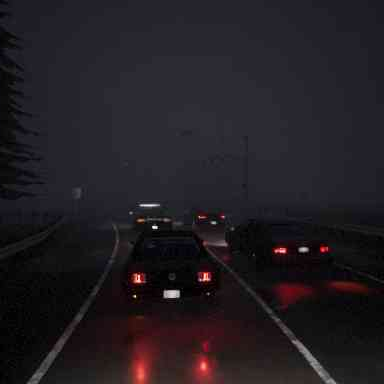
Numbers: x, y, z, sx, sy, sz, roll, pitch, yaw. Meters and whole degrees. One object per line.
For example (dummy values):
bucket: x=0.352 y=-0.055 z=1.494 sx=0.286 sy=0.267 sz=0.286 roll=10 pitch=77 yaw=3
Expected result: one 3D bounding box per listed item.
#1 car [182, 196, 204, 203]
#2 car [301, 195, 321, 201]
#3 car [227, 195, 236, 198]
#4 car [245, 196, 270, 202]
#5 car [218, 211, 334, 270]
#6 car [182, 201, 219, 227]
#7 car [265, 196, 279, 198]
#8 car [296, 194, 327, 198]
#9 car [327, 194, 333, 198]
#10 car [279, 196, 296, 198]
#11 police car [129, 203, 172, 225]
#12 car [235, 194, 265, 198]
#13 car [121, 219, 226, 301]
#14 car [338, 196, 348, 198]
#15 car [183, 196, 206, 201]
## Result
car: x=0.291 y=1.552 z=70.236 sx=4.181 sy=1.385 sz=1.994 roll=0 pitch=0 yaw=-21
car: x=29.236 y=1.500 z=81.792 sx=4.892 sy=1.490 sz=1.837 roll=0 pitch=0 yaw=-27
car: x=8.130 y=1.351 z=65.772 sx=4.553 sy=1.767 sz=2.097 roll=0 pitch=0 yaw=-20
car: x=14.987 y=1.540 z=75.768 sx=5.357 sy=1.411 sz=2.033 roll=0 pitch=0 yaw=-21
car: x=2.535 y=1.547 z=11.113 sx=2.033 sy=1.411 sz=5.357 roll=0 pitch=0 yaw=-8
car: x=0.666 y=1.526 z=20.513 sx=1.812 sy=1.442 sz=4.674 roll=0 pitch=0 yaw=-13
car: x=17.469 y=1.524 z=72.963 sx=4.674 sy=1.442 sz=1.812 roll=0 pitch=0 yaw=-21
car: x=24.489 y=1.500 z=68.137 sx=4.892 sy=1.490 sz=1.837 roll=0 pitch=0 yaw=-21
car: x=31.348 y=1.355 z=78.968 sx=4.553 sy=1.767 sz=2.097 roll=0 pitch=0 yaw=-27
car: x=21.571 y=1.524 z=70.768 sx=4.674 sy=1.442 sz=1.812 roll=0 pitch=0 yaw=-21
police car: x=-2.277 y=1.425 z=17.821 sx=1.930 sy=1.638 sz=5.238 roll=0 pitch=0 yaw=-13
car: x=11.006 y=1.564 z=63.130 sx=4.181 sy=1.385 sz=1.994 roll=0 pitch=0 yaw=-20
car: x=-0.606 y=1.601 z=8.357 sx=1.895 sy=1.301 sz=4.718 roll=0 pitch=0 yaw=-6
car: x=35.539 y=1.540 z=77.362 sx=5.357 sy=1.411 sz=2.033 roll=0 pitch=0 yaw=-31
car: x=0.517 y=1.491 z=66.646 sx=4.902 sy=1.511 sz=2.128 roll=0 pitch=0 yaw=-20
